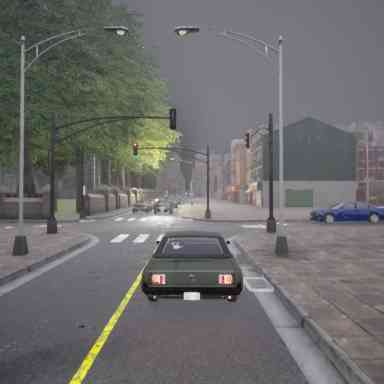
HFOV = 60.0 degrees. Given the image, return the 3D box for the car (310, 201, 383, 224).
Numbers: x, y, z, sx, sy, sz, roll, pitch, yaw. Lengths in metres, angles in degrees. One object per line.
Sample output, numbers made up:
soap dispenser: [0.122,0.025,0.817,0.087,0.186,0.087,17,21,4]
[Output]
car: [10.942,1.428,23.544,5.008,1.535,1.882,-1,-1,0]

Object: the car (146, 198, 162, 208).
car: [-5.587,1.621,49.466,1.947,1.339,4.313,1,0,0]

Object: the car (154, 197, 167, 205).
car: [-5.676,1.666,60.365,1.802,1.307,4.206,1,0,0]

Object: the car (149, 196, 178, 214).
car: [-2.947,1.521,35.354,2.128,1.511,4.902,0,0,0]

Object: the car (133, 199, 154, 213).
car: [-5.552,1.560,38.854,1.752,1.417,4.829,1,0,0]

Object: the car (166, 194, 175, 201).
car: [-5.937,1.549,93.068,2.192,1.841,5.009,1,0,0]

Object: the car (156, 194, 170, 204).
car: [-5.715,1.418,65.816,2.192,1.841,5.009,1,0,0]

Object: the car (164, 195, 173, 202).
car: [-5.850,1.614,82.166,1.967,1.590,4.097,1,0,0]

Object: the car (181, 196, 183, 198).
car: [-3.120,1.647,59.573,1.994,1.385,4.181,0,0,0]

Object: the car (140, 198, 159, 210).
car: [-5.543,1.595,44.016,2.008,1.369,4.403,1,0,0]

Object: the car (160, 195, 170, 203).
car: [-5.762,1.564,71.266,1.967,1.590,4.097,1,0,0]

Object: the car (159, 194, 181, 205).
car: [-3.031,1.401,46.008,2.097,1.767,4.553,0,0,0]

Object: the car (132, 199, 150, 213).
car: [-5.512,1.583,36.880,2.008,1.369,4.403,1,0,0]

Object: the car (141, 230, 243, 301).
car: [0.027,1.604,8.256,1.895,1.301,4.718,0,0,1]
